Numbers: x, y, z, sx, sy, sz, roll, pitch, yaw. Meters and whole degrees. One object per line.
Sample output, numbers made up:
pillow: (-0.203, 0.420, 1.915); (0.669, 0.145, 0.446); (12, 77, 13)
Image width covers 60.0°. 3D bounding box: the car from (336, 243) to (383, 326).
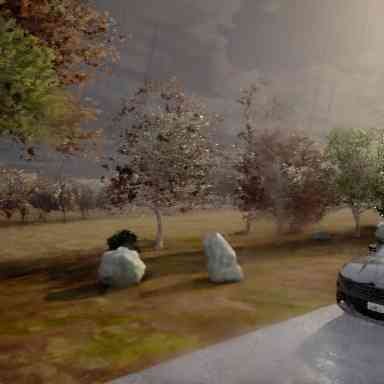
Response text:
car: (4.826, 1.485, 6.515); (5.008, 1.535, 1.882); (0, 0, -36)
